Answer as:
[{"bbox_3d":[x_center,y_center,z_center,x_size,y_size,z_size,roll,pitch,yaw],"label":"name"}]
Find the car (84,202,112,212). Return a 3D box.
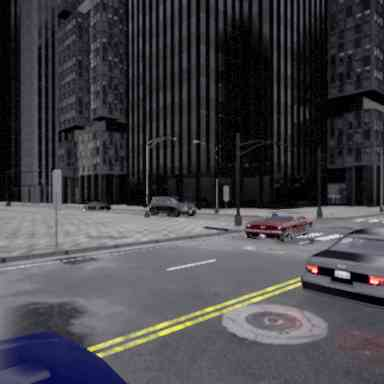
[{"bbox_3d":[-12.658,2.029,44.697,1.895,1.301,4.718,0,0,-42],"label":"car"}]

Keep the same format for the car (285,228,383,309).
[{"bbox_3d":[4.595,1.560,7.776,5.357,1.411,2.033,0,0,-43],"label":"car"}]

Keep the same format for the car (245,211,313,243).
[{"bbox_3d":[4.431,1.624,16.476,1.895,1.301,4.718,0,0,36],"label":"car"}]

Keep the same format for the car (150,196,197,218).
[{"bbox_3d":[-1.982,1.479,33.045,2.150,2.045,5.566,0,0,-42],"label":"car"}]

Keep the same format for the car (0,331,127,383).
[{"bbox_3d":[-2.421,1.600,1.343,4.718,1.301,1.895,0,0,-42],"label":"car"}]
